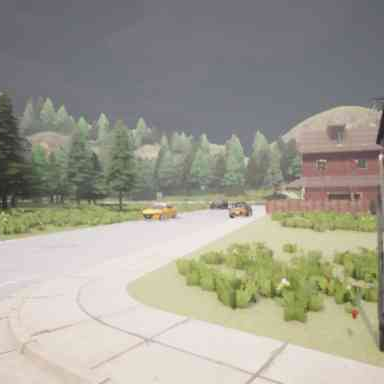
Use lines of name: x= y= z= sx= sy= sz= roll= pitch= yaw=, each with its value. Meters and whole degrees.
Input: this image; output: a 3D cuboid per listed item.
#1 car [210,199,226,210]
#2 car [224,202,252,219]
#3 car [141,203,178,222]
car: x=4.142 y=1.899 z=50.557 sx=1.882 sy=1.535 sz=5.008 roll=-1 pitch=-1 yaw=19
car: x=4.790 y=1.735 z=32.862 sx=1.816 sy=1.474 sz=4.193 roll=-7 pitch=-2 yaw=17
car: x=-2.934 y=1.823 z=30.694 sx=1.882 sy=1.535 sz=5.008 roll=-1 pitch=0 yaw=19
